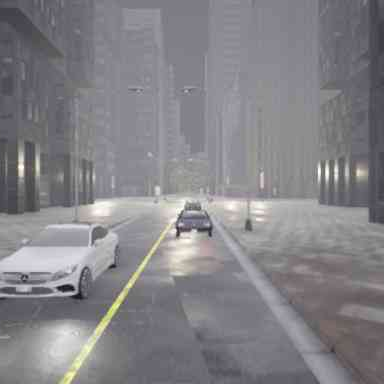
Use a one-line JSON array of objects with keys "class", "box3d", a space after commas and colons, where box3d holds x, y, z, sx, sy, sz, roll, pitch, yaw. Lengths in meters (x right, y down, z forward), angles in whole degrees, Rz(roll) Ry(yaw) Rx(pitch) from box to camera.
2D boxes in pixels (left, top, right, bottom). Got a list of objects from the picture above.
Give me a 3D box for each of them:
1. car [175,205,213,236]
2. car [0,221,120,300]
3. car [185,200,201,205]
[{"class": "car", "box3d": [0.104, 1.580, 18.145, 1.895, 1.301, 4.718, 0, 0, 0]}, {"class": "car", "box3d": [-3.096, 1.516, 8.479, 1.812, 1.442, 4.674, 0, 0, 0]}, {"class": "car", "box3d": [0.105, 1.549, 39.104, 1.895, 1.301, 4.718, 0, 0, 0]}]
